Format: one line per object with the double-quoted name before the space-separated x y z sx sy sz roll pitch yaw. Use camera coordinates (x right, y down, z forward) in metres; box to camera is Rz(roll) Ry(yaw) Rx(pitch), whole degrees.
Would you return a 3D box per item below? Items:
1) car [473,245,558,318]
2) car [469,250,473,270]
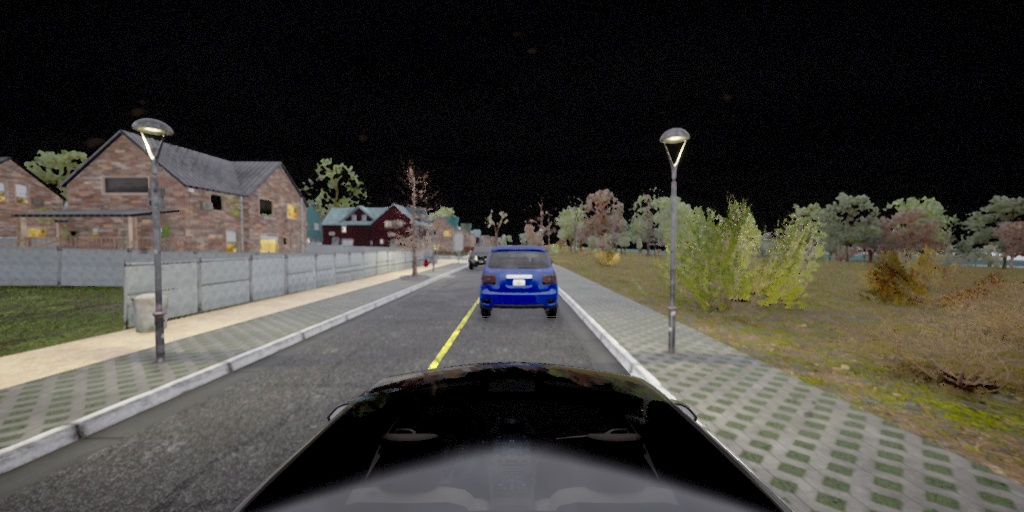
"car" 0.208 0.673 11.682 2.150 2.045 5.566 0 2 1
"car" -2.421 0.067 31.387 2.150 2.045 5.566 0 2 1
